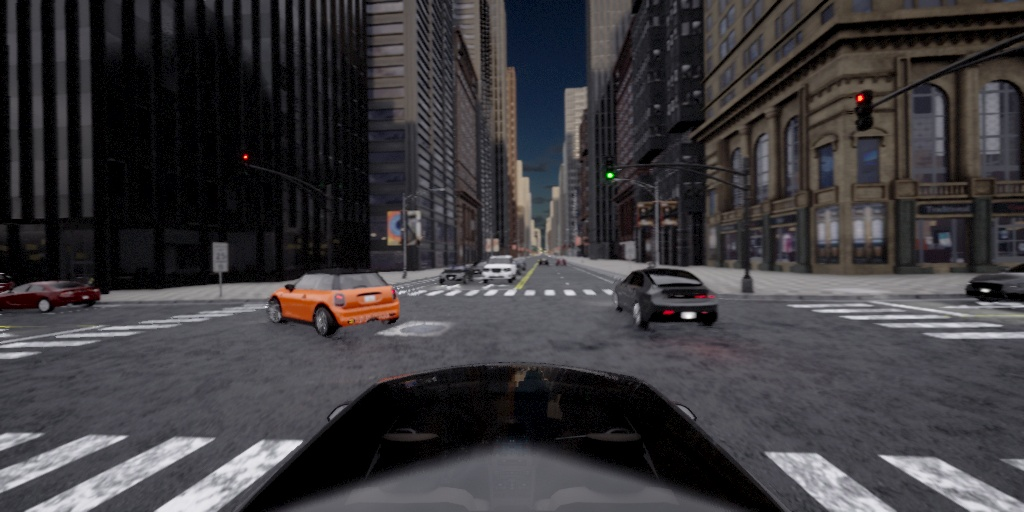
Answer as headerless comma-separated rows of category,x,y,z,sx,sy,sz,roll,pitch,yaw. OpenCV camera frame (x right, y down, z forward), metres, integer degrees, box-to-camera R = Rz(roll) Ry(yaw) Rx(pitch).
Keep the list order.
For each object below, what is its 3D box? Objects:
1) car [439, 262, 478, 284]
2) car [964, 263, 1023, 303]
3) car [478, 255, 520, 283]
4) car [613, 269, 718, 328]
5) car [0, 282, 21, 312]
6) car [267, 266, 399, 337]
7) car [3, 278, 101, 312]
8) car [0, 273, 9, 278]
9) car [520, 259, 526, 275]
car,-4.169,1.369,27.508,1.994,1.385,4.181,-1,0,5
car,17.249,0.772,11.036,4.892,1.490,1.837,-2,0,5
car,-0.863,0.980,28.054,2.150,2.045,5.566,-1,0,5
car,4.329,1.127,10.782,1.837,1.490,4.892,-1,0,5
car,-18.851,1.759,11.035,4.902,1.511,2.128,-2,0,6
car,-5.488,1.179,10.865,4.553,1.767,2.097,-1,0,37
car,-22.495,1.898,17.280,4.507,1.381,1.888,0,0,5
car,-27.560,1.807,17.744,5.009,1.841,2.192,0,0,5
car,0.033,1.306,37.986,1.994,1.385,4.181,-1,0,6
